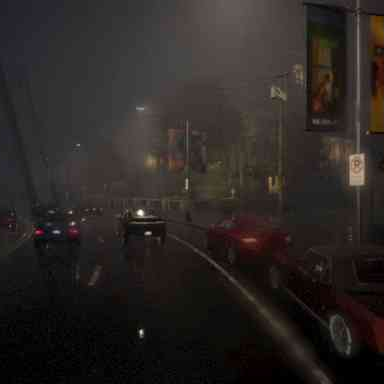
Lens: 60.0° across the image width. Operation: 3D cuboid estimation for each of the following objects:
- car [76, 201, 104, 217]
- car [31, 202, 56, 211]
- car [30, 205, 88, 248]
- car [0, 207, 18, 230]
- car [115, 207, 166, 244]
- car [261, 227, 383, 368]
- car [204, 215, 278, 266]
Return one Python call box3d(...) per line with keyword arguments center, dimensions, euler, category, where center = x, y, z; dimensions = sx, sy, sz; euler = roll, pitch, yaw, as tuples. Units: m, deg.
box3d(center=(-9.740, 1.560, 30.647), dimensions=(2.033, 1.411, 5.357), euler=(0, 0, -33), category="car")
box3d(center=(-12.687, 1.569, 28.760), dimensions=(1.994, 1.385, 4.181), euler=(0, 0, -33), category="car")
box3d(center=(-5.875, 1.560, 14.945), dimensions=(2.033, 1.411, 5.357), euler=(0, 0, -18), category="car")
box3d(center=(-11.712, 1.597, 20.144), dimensions=(1.994, 1.385, 4.181), euler=(0, 0, -26), category="car")
box3d(center=(-2.540, 1.492, 16.006), dimensions=(2.128, 1.511, 4.902), euler=(0, 0, -18), category="car")
box3d(center=(2.822, 1.591, 5.892), dimensions=(1.895, 1.301, 4.718), euler=(0, 0, -3), category="car")
box3d(center=(1.784, 1.516, 11.528), dimensions=(2.002, 1.452, 4.674), euler=(0, 0, -13), category="car")
